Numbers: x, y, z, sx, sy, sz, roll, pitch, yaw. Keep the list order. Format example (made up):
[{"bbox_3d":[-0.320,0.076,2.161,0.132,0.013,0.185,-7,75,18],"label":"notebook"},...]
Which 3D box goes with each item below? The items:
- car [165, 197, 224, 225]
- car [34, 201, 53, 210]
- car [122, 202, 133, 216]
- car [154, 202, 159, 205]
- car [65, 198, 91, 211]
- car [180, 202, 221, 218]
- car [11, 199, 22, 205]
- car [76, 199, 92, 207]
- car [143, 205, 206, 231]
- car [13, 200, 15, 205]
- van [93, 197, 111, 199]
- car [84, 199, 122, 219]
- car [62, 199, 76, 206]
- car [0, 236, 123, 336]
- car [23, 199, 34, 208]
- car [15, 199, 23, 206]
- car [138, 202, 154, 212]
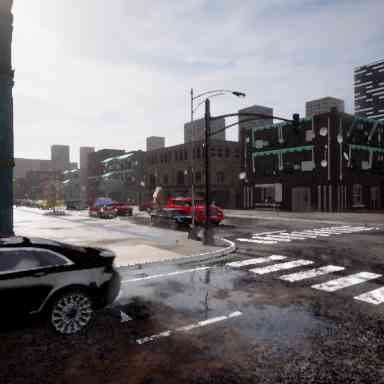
[{"bbox_3d":[0.062,1.459,25.889,2.150,2.045,5.566,-1,0,-35],"label":"car"},{"bbox_3d":[-25.147,2.233,56.952,1.752,1.417,4.829,-1,0,-35],"label":"car"},{"bbox_3d":[-8.414,1.883,37.854,1.882,1.535,5.008,-1,0,-35],"label":"car"},{"bbox_3d":[-2.402,1.904,39.364,1.802,1.307,4.206,-2,0,-35],"label":"car"},{"bbox_3d":[-17.670,1.934,51.044,2.097,1.767,4.553,-1,0,-35],"label":"car"},{"bbox_3d":[0.799,1.810,34.848,2.008,1.369,4.403,-2,0,-35],"label":"car"},{"bbox_3d":[-44.454,2.598,84.182,1.887,1.381,4.507,-1,0,-35],"label":"car"},{"bbox_3d":[-21.611,2.228,66.455,1.887,1.381,4.507,-1,0,-35],"label":"car"},{"bbox_3d":[-1.310,1.815,23.124,1.947,1.339,4.313,-1,0,-35],"label":"car"},{"bbox_3d":[-41.252,2.548,79.668,2.008,1.369,4.403,-1,0,-35],"label":"car"},{"bbox_3d":[-15.213,1.907,57.424,1.690,1.788,3.998,-1,0,-35],"label":"van"},{"bbox_3d":[-9.240,1.847,34.514,1.967,1.590,4.097,-1,0,-35],"label":"car"},{"bbox_3d":[-28.014,2.364,75.486,1.947,1.339,4.313,-1,0,-35],"label":"car"},{"bbox_3d":[-3.524,1.492,5.114,4.902,1.511,2.128,0,0,-35],"label":"car"},{"bbox_3d":[-31.648,2.376,66.122,2.008,1.369,4.403,-1,0,-35],"label":"car"},{"bbox_3d":[-38.053,2.380,75.152,1.967,1.590,4.097,-1,0,-35],"label":"car"},{"bbox_3d":[-5.603,1.966,43.878,1.802,1.307,4.206,-1,0,-35],"label":"car"}]
